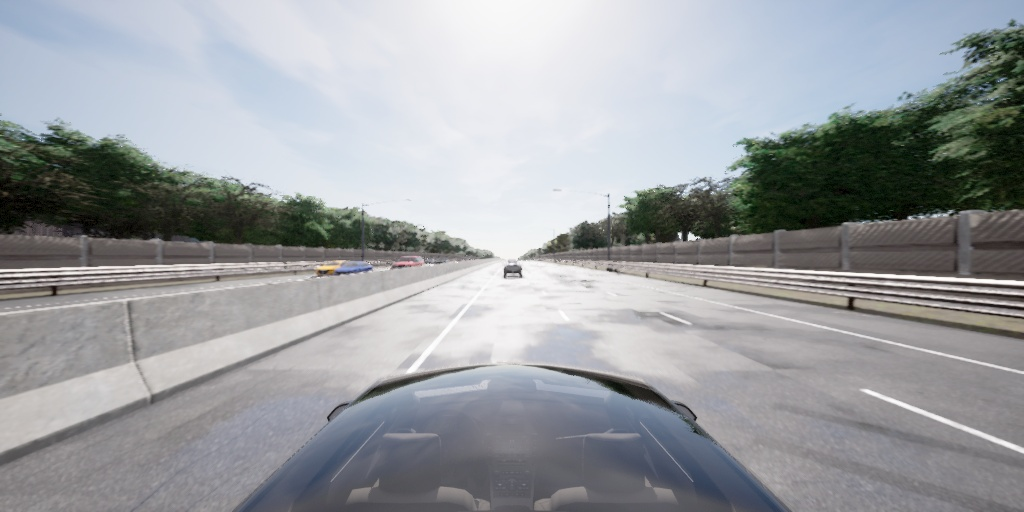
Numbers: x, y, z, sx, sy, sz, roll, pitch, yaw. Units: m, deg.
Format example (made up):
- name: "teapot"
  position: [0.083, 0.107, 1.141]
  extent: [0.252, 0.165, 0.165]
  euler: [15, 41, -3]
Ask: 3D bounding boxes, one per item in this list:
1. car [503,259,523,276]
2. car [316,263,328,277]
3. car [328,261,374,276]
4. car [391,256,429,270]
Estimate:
- name: "car"
  position: [0.084, 1.262, 36.846]
  extent: [2.128, 1.511, 4.902]
  euler: [0, 0, 0]
- name: "car"
  position: [-17.592, 1.246, 35.861]
  extent: [1.882, 1.535, 5.008]
  euler: [0, 0, 0]
- name: "car"
  position: [-14.094, 1.244, 32.269]
  extent: [1.882, 1.535, 5.008]
  euler: [0, 0, 0]
- name: "car"
  position: [-10.580, 0.992, 36.994]
  extent: [2.150, 2.045, 5.566]
  euler: [0, 0, 0]
